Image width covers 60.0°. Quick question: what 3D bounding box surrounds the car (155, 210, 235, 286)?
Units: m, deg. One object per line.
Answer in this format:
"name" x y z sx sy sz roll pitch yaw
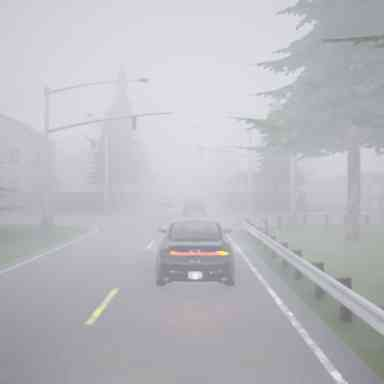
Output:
"car" 0.089 1.467 9.292 1.837 1.490 4.892 0 0 0

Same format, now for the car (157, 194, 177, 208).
"car" -3.458 1.325 44.847 1.837 1.490 4.892 0 0 0

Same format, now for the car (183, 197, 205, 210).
"car" 0.182 1.223 32.276 2.097 1.767 4.553 0 0 0

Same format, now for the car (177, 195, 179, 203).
"car" -3.363 1.234 61.209 1.882 1.535 5.008 0 0 1
